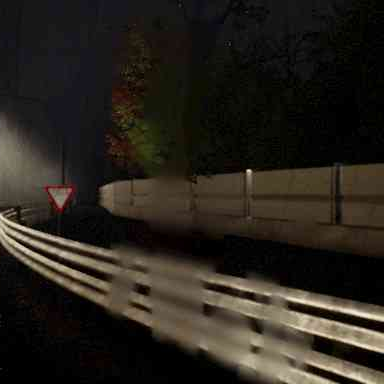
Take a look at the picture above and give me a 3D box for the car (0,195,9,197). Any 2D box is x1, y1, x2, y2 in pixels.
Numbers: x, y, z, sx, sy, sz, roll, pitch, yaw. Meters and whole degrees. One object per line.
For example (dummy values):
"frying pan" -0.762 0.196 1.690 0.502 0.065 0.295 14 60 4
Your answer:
"car" -44.422 1.446 78.658 1.882 1.535 5.008 0 0 -36

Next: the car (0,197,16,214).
"car" -18.622 1.533 32.179 2.033 1.411 5.357 0 0 -8
